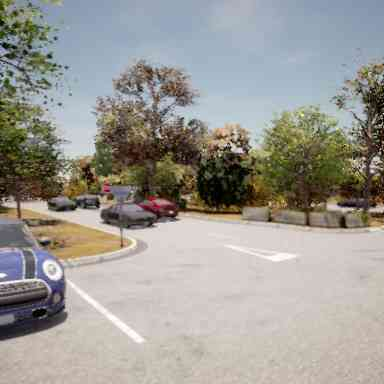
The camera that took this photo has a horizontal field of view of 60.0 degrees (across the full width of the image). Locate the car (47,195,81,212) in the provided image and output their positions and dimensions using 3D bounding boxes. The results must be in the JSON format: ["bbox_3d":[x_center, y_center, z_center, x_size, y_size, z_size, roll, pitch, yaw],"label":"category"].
[{"bbox_3d":[-13.860,1.256,35.201,2.033,1.411,5.357,-3,2,-36],"label":"car"}]

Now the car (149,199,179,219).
[{"bbox_3d":[-2.904,1.255,25.375,1.882,1.535,5.008,-3,2,-36],"label":"car"}]

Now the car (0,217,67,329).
[{"bbox_3d":[-4.162,1.355,6.881,2.185,1.767,4.553,1,0,-36],"label":"car"}]

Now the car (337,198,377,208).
[{"bbox_3d":[24.159,1.575,48.847,2.033,1.411,5.357,-3,3,-36],"label":"car"}]

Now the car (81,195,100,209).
[{"bbox_3d":[-12.057,1.061,37.853,2.128,1.511,4.902,-3,3,-38],"label":"car"}]

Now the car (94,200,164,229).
[{"bbox_3d":[-4.296,1.469,21.897,2.033,1.411,5.357,-3,2,-37],"label":"car"}]
